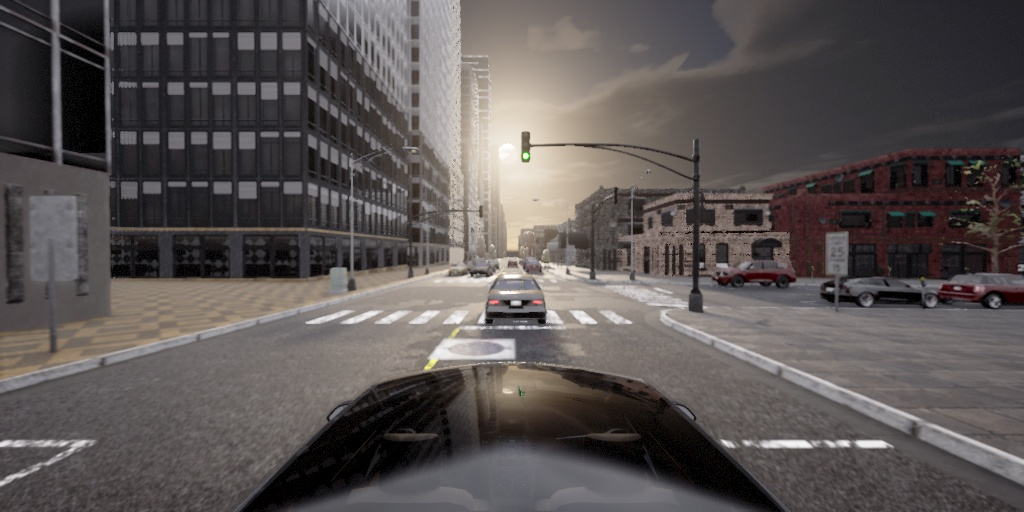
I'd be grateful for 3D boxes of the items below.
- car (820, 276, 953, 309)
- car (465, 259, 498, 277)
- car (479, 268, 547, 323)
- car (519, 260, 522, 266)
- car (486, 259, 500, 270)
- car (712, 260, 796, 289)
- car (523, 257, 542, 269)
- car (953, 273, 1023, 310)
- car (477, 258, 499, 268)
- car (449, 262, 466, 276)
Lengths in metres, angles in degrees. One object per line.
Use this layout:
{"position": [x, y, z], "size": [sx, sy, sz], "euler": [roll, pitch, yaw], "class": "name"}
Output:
{"position": [16.420, 1.572, 16.181], "size": [4.313, 1.339, 1.948], "euler": [0, 0, 1], "class": "car"}
{"position": [-3.056, 1.348, 36.902], "size": [2.033, 1.411, 5.357], "euler": [0, 0, 4], "class": "car"}
{"position": [0.106, 1.312, 12.130], "size": [2.033, 1.411, 5.357], "euler": [0, 0, 0], "class": "car"}
{"position": [2.721, 1.144, 56.139], "size": [2.192, 1.841, 5.009], "euler": [0, 0, 0], "class": "car"}
{"position": [-3.029, 1.308, 57.217], "size": [1.882, 1.535, 5.008], "euler": [0, 0, 1], "class": "car"}
{"position": [16.531, 1.204, 24.559], "size": [5.009, 1.841, 2.192], "euler": [0, 0, 1], "class": "car"}
{"position": [2.715, 1.252, 44.851], "size": [1.967, 1.591, 4.097], "euler": [0, 0, 0], "class": "car"}
{"position": [21.967, 1.498, 16.106], "size": [4.097, 1.591, 1.967], "euler": [0, 0, 1], "class": "car"}
{"position": [-3.069, 1.307, 46.796], "size": [2.128, 1.511, 4.902], "euler": [0, 0, 0], "class": "car"}
{"position": [-5.807, 1.329, 39.096], "size": [1.751, 1.417, 4.829], "euler": [0, 0, 0], "class": "car"}
